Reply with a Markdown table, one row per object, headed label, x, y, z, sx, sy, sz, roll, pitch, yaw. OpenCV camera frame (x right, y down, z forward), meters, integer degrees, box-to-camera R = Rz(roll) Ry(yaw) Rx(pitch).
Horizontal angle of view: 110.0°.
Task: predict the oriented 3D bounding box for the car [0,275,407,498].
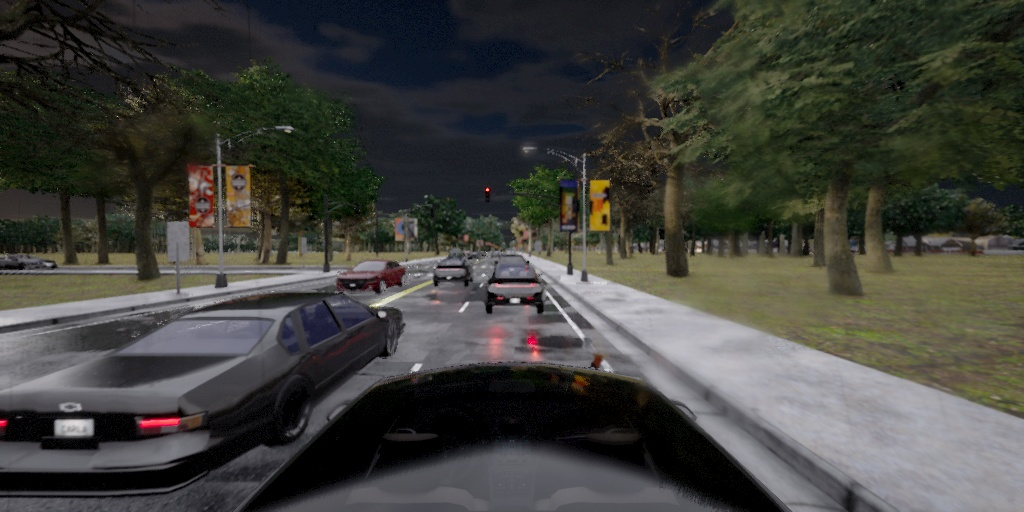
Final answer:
| label | x | y | z | sx | sy | sz | roll | pitch | yaw |
| --- | --- | --- | --- | --- | --- | --- | --- | --- | --- |
| car | -3.152 | 1.229 | 5.100 | 2.033 | 1.411 | 5.357 | 0 | 1 | 0 |

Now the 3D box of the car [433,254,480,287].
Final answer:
| label | x | y | z | sx | sy | sz | roll | pitch | yaw |
| --- | --- | --- | --- | --- | --- | --- | --- | --- | --- |
| car | -3.187 | 0.839 | 20.164 | 2.128 | 1.511 | 4.902 | 0 | 1 | -2 |

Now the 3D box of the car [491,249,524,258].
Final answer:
| label | x | y | z | sx | sy | sz | roll | pitch | yaw |
| --- | --- | --- | --- | --- | --- | --- | --- | --- | --- |
| car | 0.010 | 0.666 | 21.501 | 2.097 | 1.767 | 4.553 | 0 | 1 | 0 |

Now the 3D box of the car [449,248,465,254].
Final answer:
| label | x | y | z | sx | sy | sz | roll | pitch | yaw |
| --- | --- | --- | --- | --- | --- | --- | --- | --- | --- |
| car | -9.956 | -0.368 | 64.369 | 2.150 | 2.045 | 5.566 | 0 | 1 | 0 |

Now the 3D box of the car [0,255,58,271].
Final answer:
| label | x | y | z | sx | sy | sz | roll | pitch | yaw |
| --- | --- | --- | --- | --- | --- | --- | --- | --- | --- |
| car | -43.657 | 0.626 | 31.930 | 4.902 | 1.511 | 2.128 | 0 | 1 | 0 |

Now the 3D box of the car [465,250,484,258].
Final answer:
| label | x | y | z | sx | sy | sz | roll | pitch | yaw |
| --- | --- | --- | --- | --- | --- | --- | --- | --- | --- |
| car | -6.701 | -0.049 | 64.413 | 2.033 | 1.411 | 5.357 | 0 | 1 | 0 |

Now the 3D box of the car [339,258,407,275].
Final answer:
| label | x | y | z | sx | sy | sz | roll | pitch | yaw |
| --- | --- | --- | --- | --- | --- | --- | --- | --- | --- |
| car | -6.606 | 0.896 | 17.370 | 1.882 | 1.535 | 5.008 | 0 | 1 | 0 |

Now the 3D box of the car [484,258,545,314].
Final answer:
| label | x | y | z | sx | sy | sz | roll | pitch | yaw |
| --- | --- | --- | --- | --- | --- | --- | --- | --- | --- |
| car | 0.077 | 1.002 | 12.533 | 2.128 | 1.511 | 4.902 | 0 | 1 | 0 |
